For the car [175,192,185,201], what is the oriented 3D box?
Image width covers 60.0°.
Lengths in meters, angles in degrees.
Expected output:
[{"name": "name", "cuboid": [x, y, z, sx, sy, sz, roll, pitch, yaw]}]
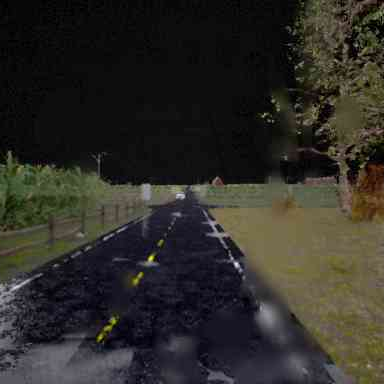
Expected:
[{"name": "car", "cuboid": [-2.774, 0.976, 80.058, 2.150, 2.045, 5.566, 0, 0, 0]}]
